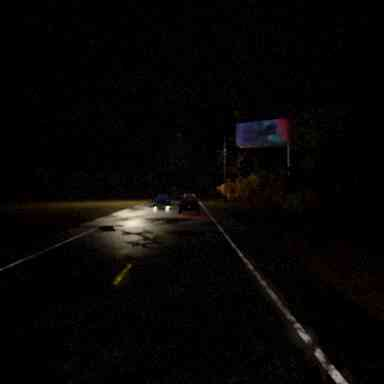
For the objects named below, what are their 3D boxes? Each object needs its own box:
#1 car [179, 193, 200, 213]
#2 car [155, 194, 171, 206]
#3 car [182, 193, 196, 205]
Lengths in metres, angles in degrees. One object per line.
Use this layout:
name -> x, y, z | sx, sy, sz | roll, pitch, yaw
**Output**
car -> -0.243, 1.137, 31.526 | 1.882, 1.535, 5.008 | 0, 1, 0
car -> -3.917, 1.008, 44.838 | 1.882, 1.535, 5.008 | 0, 0, 0
car -> -0.364, 0.961, 47.831 | 1.882, 1.535, 5.008 | 0, 0, 0
